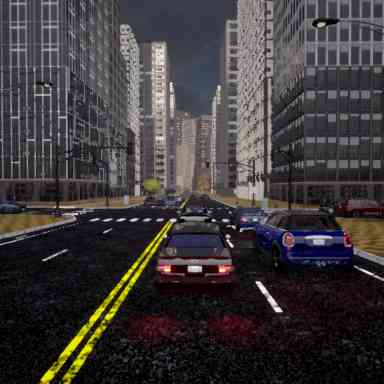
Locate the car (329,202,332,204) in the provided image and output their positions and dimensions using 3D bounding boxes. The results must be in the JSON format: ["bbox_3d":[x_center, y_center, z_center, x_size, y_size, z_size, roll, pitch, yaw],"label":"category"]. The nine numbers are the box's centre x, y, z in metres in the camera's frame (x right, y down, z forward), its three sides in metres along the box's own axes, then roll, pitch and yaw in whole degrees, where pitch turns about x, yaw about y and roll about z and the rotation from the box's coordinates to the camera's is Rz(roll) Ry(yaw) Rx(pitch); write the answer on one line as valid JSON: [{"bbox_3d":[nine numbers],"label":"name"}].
[{"bbox_3d":[16.477,1.611,36.811,4.892,1.490,1.837,0,1,-1],"label":"car"}]

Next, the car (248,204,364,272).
[{"bbox_3d":[3.369,1.347,10.944,2.097,1.767,4.553,0,0,0],"label":"car"}]

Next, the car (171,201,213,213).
[{"bbox_3d":[0.135,1.481,18.719,2.128,1.511,4.902,0,0,0],"label":"car"}]

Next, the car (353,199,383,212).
[{"bbox_3d":[21.881,1.640,39.279,4.829,1.417,1.752,1,0,1],"label":"car"}]

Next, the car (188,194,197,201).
[{"bbox_3d":[0.150,1.414,81.823,1.837,1.490,4.892,0,0,0],"label":"car"}]

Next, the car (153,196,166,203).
[{"bbox_3d":[-6.403,1.492,66.369,2.033,1.411,5.357,0,0,1],"label":"car"}]

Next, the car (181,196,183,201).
[{"bbox_3d":[-3.131,1.468,68.107,1.812,1.442,4.674,0,0,0],"label":"car"}]

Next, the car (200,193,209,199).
[{"bbox_3d":[3.419,1.093,92.203,2.097,1.767,4.553,0,0,0],"label":"car"}]

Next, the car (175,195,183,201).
[{"bbox_3d":[-3.103,1.520,80.502,1.895,1.301,4.718,0,0,0],"label":"car"}]

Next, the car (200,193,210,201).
[{"bbox_3d":[3.401,1.392,81.814,1.882,1.535,5.008,0,0,0],"label":"car"}]

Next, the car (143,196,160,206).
[{"bbox_3d":[-6.498,1.464,52.490,1.837,1.490,4.892,0,1,0],"label":"car"}]

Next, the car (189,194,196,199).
[{"bbox_3d":[0.169,1.278,92.240,2.033,1.411,5.357,0,0,0],"label":"car"}]

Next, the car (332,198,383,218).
[{"bbox_3d":[16.258,1.517,31.003,5.009,1.841,2.192,1,0,1],"label":"car"}]

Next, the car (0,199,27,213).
[{"bbox_3d":[-19.952,1.384,34.257,5.357,1.411,2.033,1,1,1],"label":"car"}]

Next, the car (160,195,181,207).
[{"bbox_3d":[-3.237,1.316,50.836,2.097,1.767,4.553,0,0,0],"label":"car"}]

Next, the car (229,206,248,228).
[{"bbox_3d":[3.388,1.536,20.329,2.033,1.411,5.357,0,0,0],"label":"car"}]

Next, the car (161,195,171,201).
[{"bbox_3d":[-6.351,1.461,81.746,2.033,1.411,5.357,0,0,0],"label":"car"}]

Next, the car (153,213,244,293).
[{"bbox_3d":[0.110,1.543,8.974,2.033,1.411,5.357,0,0,1],"label":"car"}]
